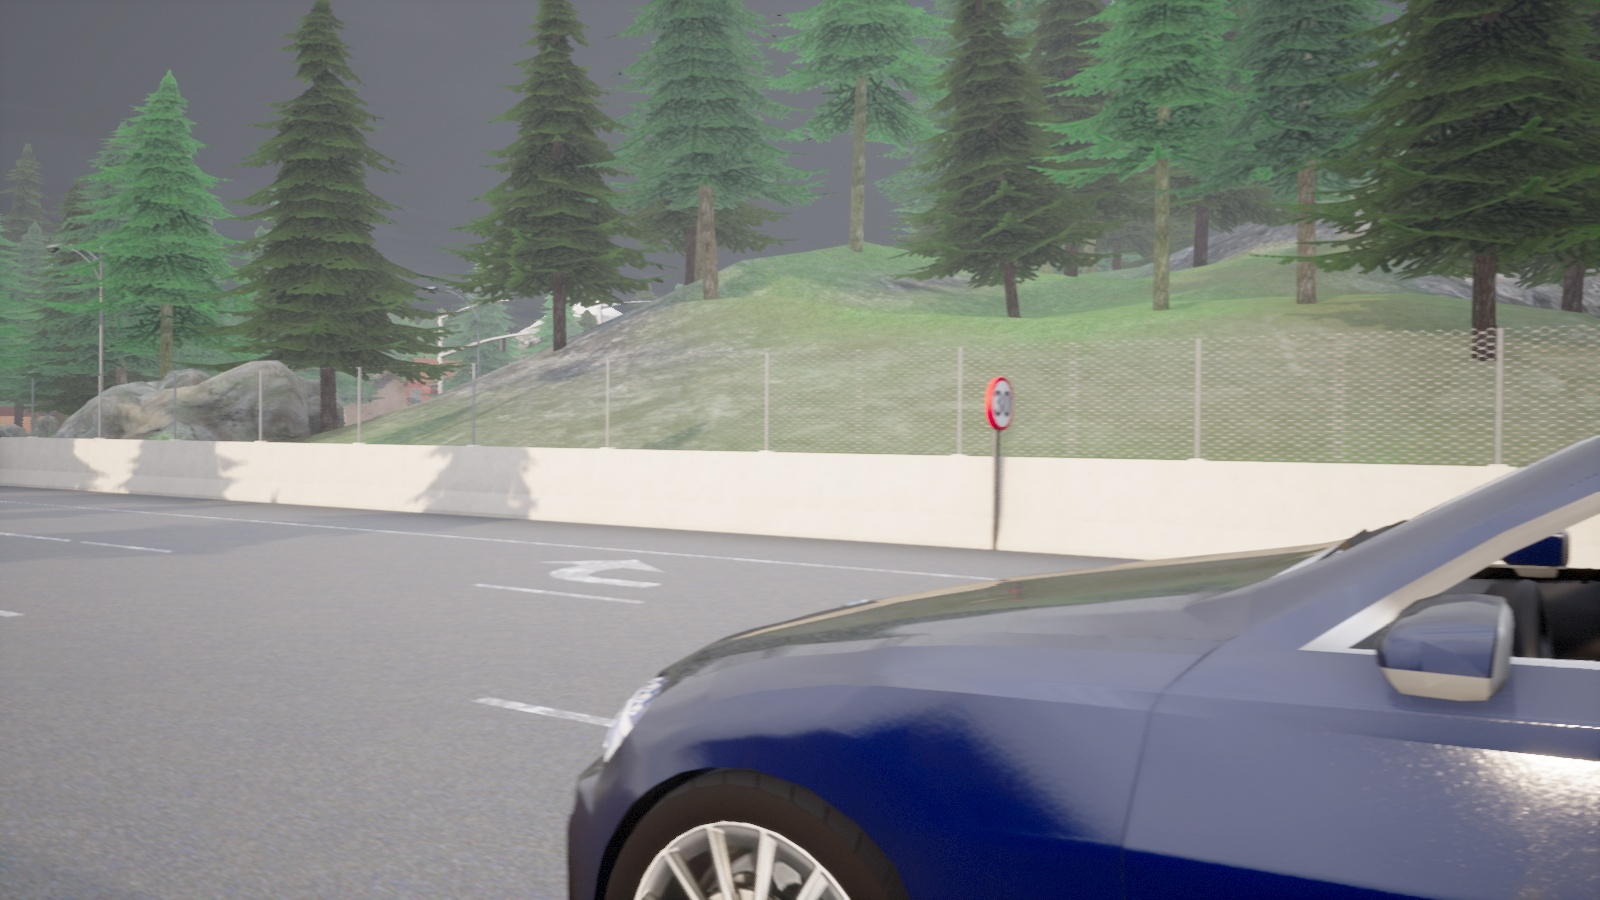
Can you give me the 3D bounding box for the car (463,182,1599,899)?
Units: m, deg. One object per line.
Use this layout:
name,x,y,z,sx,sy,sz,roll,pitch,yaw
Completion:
car,1.942,0.460,2.329,5.027,1.651,2.152,0,1,34
